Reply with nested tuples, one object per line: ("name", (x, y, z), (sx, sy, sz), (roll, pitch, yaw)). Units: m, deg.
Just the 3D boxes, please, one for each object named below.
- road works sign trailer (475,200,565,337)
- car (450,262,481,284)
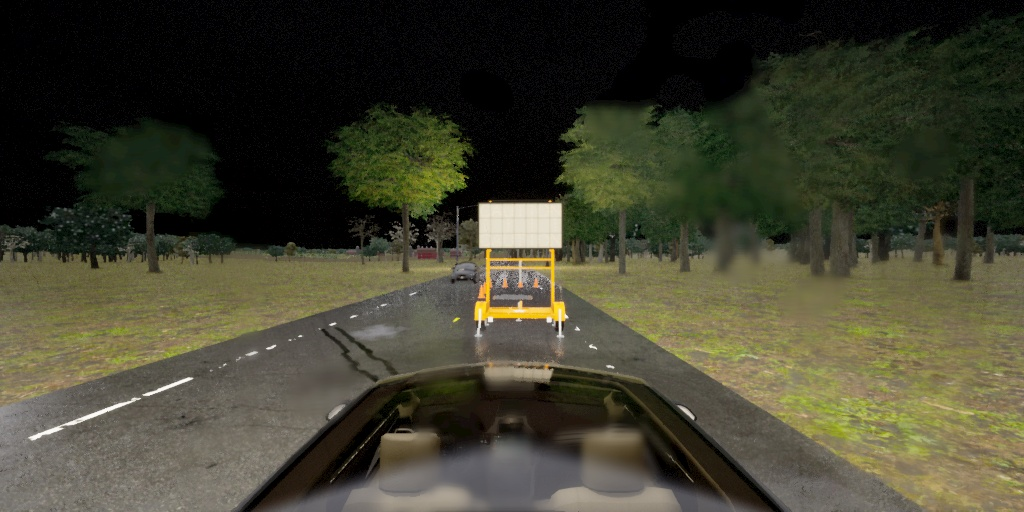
("road works sign trailer", (0.240, 0.210, 10.246), (2.380, 3.560, 2.880), (0, 0, 2))
("car", (-3.446, 1.250, 27.225), (1.837, 1.490, 4.892), (0, 0, 0))
